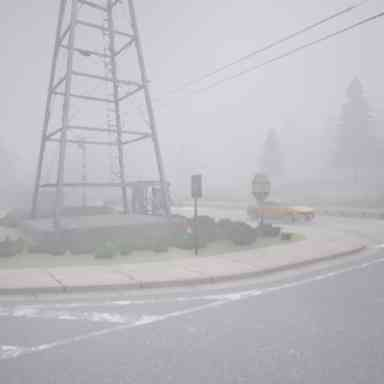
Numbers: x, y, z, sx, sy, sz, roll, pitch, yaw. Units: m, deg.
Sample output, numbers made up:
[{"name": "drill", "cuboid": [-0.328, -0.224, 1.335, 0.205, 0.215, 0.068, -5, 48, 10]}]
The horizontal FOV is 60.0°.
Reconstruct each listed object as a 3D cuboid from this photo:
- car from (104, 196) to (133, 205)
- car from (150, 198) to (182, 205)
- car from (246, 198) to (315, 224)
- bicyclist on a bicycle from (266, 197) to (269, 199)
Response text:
[{"name": "car", "cuboid": [-10.254, 1.272, 46.584, 4.181, 1.385, 1.994, -1, 1, 8]}, {"name": "car", "cuboid": [-2.917, 0.959, 35.372, 2.128, 1.511, 4.902, -1, 1, -35]}, {"name": "car", "cuboid": [5.863, 1.199, 22.470, 1.882, 1.535, 5.008, -1, 1, -34]}, {"name": "bicyclist on a bicycle", "cuboid": [7.350, 1.014, 32.730, 1.656, 1.620, 0.582, -8, 5, -34]}]
